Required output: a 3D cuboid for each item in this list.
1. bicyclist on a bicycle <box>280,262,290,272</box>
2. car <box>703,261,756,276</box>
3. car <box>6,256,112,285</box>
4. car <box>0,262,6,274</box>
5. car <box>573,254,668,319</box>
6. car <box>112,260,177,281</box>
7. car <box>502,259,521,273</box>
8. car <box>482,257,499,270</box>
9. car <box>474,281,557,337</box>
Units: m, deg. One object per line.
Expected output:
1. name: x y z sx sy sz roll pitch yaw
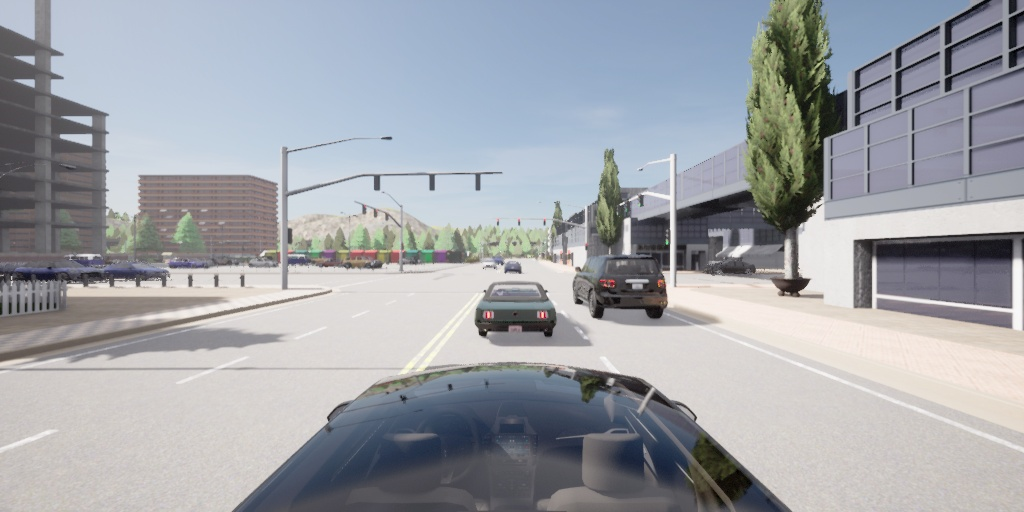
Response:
1. bicyclist on a bicycle: -25.259 1.028 39.874 0.582 1.620 1.656 0 0 0
2. car: 22.108 1.232 36.598 4.892 1.490 1.837 0 0 1
3. car: -31.948 1.087 25.409 4.553 1.767 2.097 0 0 0
4. car: -49.996 1.276 36.100 5.357 1.411 2.033 0 0 1
5. car: 3.625 0.964 12.961 2.150 2.045 5.566 0 0 1
6. car: -30.437 1.259 28.920 4.674 1.442 1.812 0 0 0
7. car: 0.128 1.288 42.963 1.994 1.385 4.181 0 0 1
8. car: -3.388 1.243 53.439 1.812 1.442 4.674 0 0 2
9. car: 0.105 1.345 10.235 1.895 1.301 4.718 0 0 1
